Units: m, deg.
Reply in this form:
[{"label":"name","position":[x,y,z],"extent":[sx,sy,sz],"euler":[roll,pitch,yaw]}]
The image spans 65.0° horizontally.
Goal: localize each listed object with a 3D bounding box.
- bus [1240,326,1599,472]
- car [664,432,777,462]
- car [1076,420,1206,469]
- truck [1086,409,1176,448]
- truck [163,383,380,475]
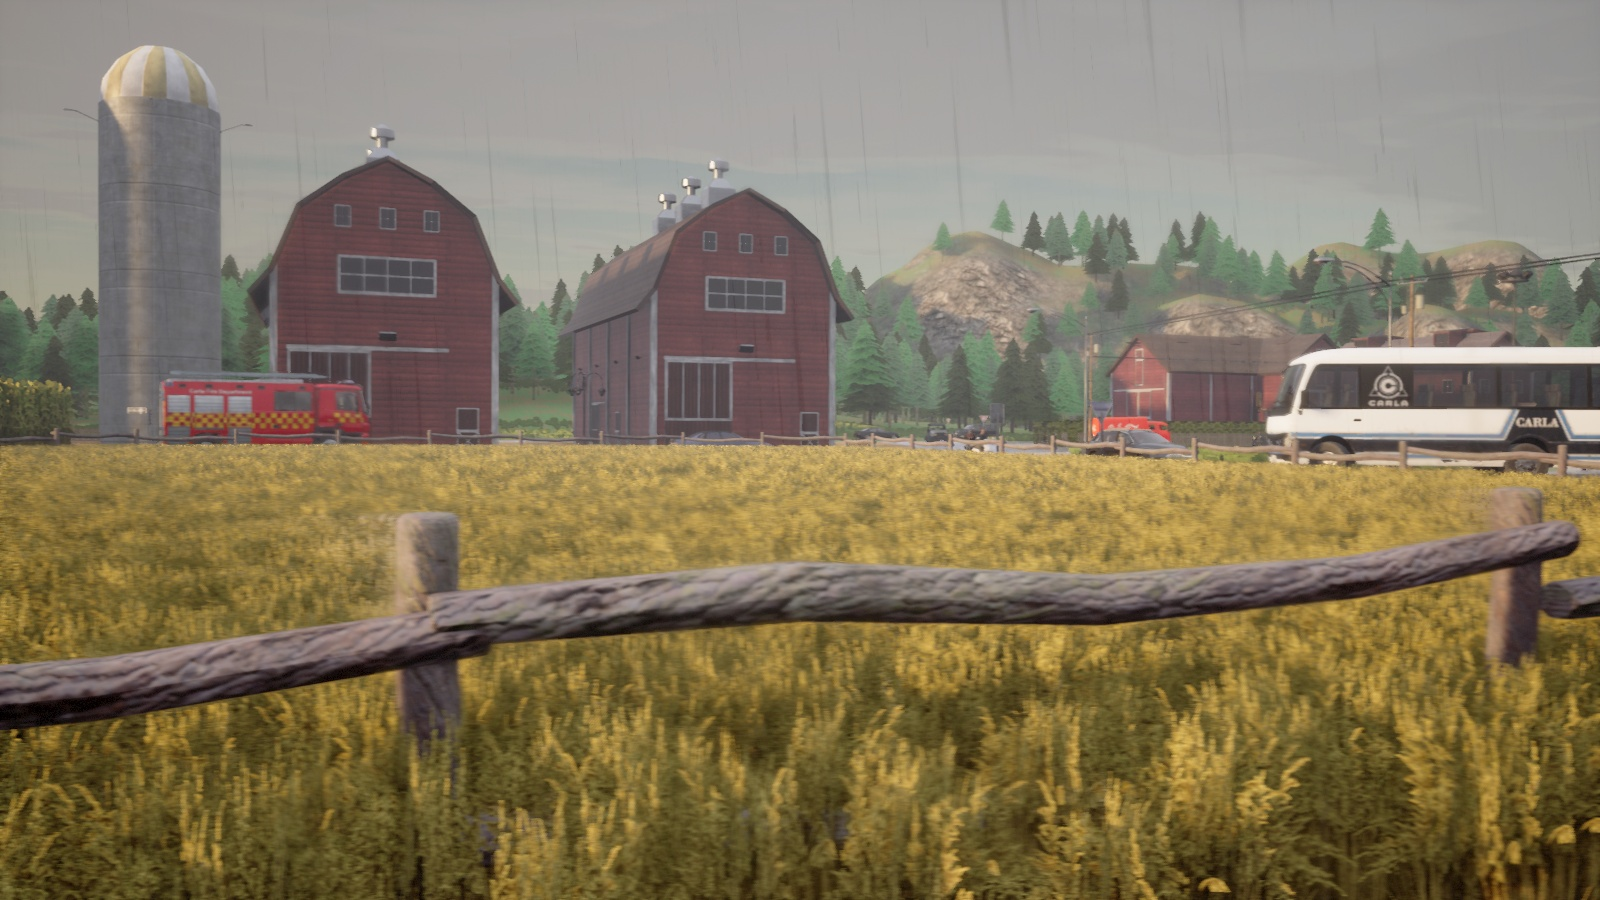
[{"label":"bus","position":[19.729,-1.536,39.942],"extent":[10.273,4.253,3.944],"euler":[-1,1,10]},{"label":"car","position":[-4.062,-0.195,64.048],"extent":[5.357,1.411,2.033],"euler":[-1,1,-19]},{"label":"car","position":[12.264,-0.220,45.515],"extent":[2.033,1.649,4.856],"euler":[-1,1,-21]},{"label":"truck","position":[22.065,-1.444,83.774],"extent":[5.204,2.467,2.627],"euler":[-2,1,-4]},{"label":"truck","position":[-23.378,-0.984,55.733],"extent":[8.468,3.827,2.891],"euler":[-1,1,-31]}]
